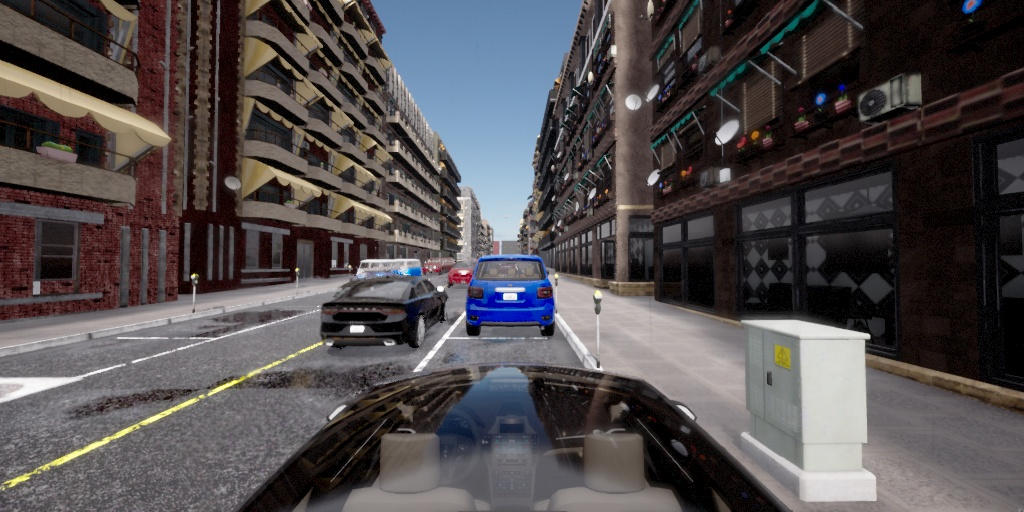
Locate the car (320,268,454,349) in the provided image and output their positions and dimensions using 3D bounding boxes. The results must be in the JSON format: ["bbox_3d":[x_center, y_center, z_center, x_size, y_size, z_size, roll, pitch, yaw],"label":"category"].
[{"bbox_3d":[-2.923,1.232,9.253,1.882,1.535,5.008,0,0,0],"label":"car"}]

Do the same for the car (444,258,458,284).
[{"bbox_3d":[-3.022,1.121,24.575,2.097,1.767,4.553,0,0,0],"label":"car"}]

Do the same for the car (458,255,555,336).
[{"bbox_3d":[-0.040,0.983,10.533,2.150,2.045,5.566,0,0,0],"label":"car"}]

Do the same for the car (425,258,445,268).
[{"bbox_3d":[-8.337,1.115,39.194,2.192,1.841,5.009,0,0,0],"label":"car"}]

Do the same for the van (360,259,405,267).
[{"bbox_3d":[-8.336,1.108,22.602,1.690,1.789,3.998,0,0,0],"label":"van"}]

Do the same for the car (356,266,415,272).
[{"bbox_3d":[-5.870,1.323,15.416,1.994,1.385,4.181,0,0,0],"label":"car"}]

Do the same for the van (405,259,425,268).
[{"bbox_3d":[-8.336,1.118,28.134,1.690,1.789,3.998,0,0,0],"label":"van"}]
